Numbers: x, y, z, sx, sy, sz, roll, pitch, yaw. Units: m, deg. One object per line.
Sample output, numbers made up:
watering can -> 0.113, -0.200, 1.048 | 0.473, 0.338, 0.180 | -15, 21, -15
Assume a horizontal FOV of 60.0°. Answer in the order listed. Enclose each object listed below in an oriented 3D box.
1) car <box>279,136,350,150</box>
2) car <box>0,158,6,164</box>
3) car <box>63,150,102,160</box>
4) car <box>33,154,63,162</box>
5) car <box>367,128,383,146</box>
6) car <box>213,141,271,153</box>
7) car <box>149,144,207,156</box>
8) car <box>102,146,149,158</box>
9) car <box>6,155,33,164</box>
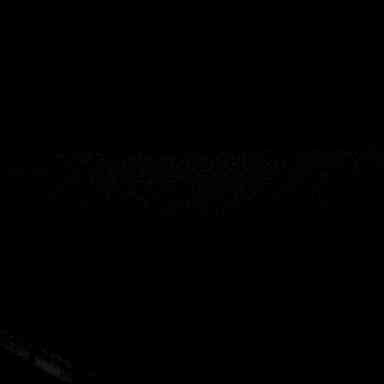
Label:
car -> 8.787, -3.313, 24.059 | 4.892, 1.521, 2.231 | 1, 0, 27
car -> -24.592, -3.771, 43.787 | 4.892, 1.521, 2.231 | 0, 0, 34
car -> -10.662, -3.592, 34.735 | 5.008, 1.535, 2.097 | 1, 0, 32
car -> -15.375, -3.621, 37.662 | 4.674, 1.452, 2.002 | 1, 0, 33
car -> 13.868, -3.349, 21.619 | 4.553, 1.767, 2.185 | 1, 1, 26
car -> 3.953, -3.343, 26.516 | 4.674, 1.452, 2.002 | 1, 0, 28
car -> -0.912, -3.422, 29.122 | 4.792, 1.488, 2.163 | 1, 0, 29
car -> -5.907, -3.648, 31.921 | 4.553, 1.767, 2.185 | 1, 0, 31
car -> -20.024, -3.725, 40.689 | 4.892, 1.521, 2.231 | 1, 0, 34
